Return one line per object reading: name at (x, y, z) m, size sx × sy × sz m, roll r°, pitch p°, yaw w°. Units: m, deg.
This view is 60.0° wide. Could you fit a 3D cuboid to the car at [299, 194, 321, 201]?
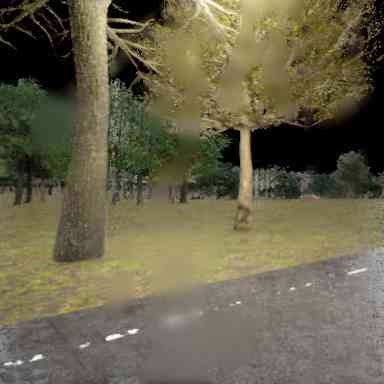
car at (26.171, 1.201, 73.617) m, size 2.097 × 1.767 × 4.553 m, roll 1°, pitch -2°, yaw -36°
